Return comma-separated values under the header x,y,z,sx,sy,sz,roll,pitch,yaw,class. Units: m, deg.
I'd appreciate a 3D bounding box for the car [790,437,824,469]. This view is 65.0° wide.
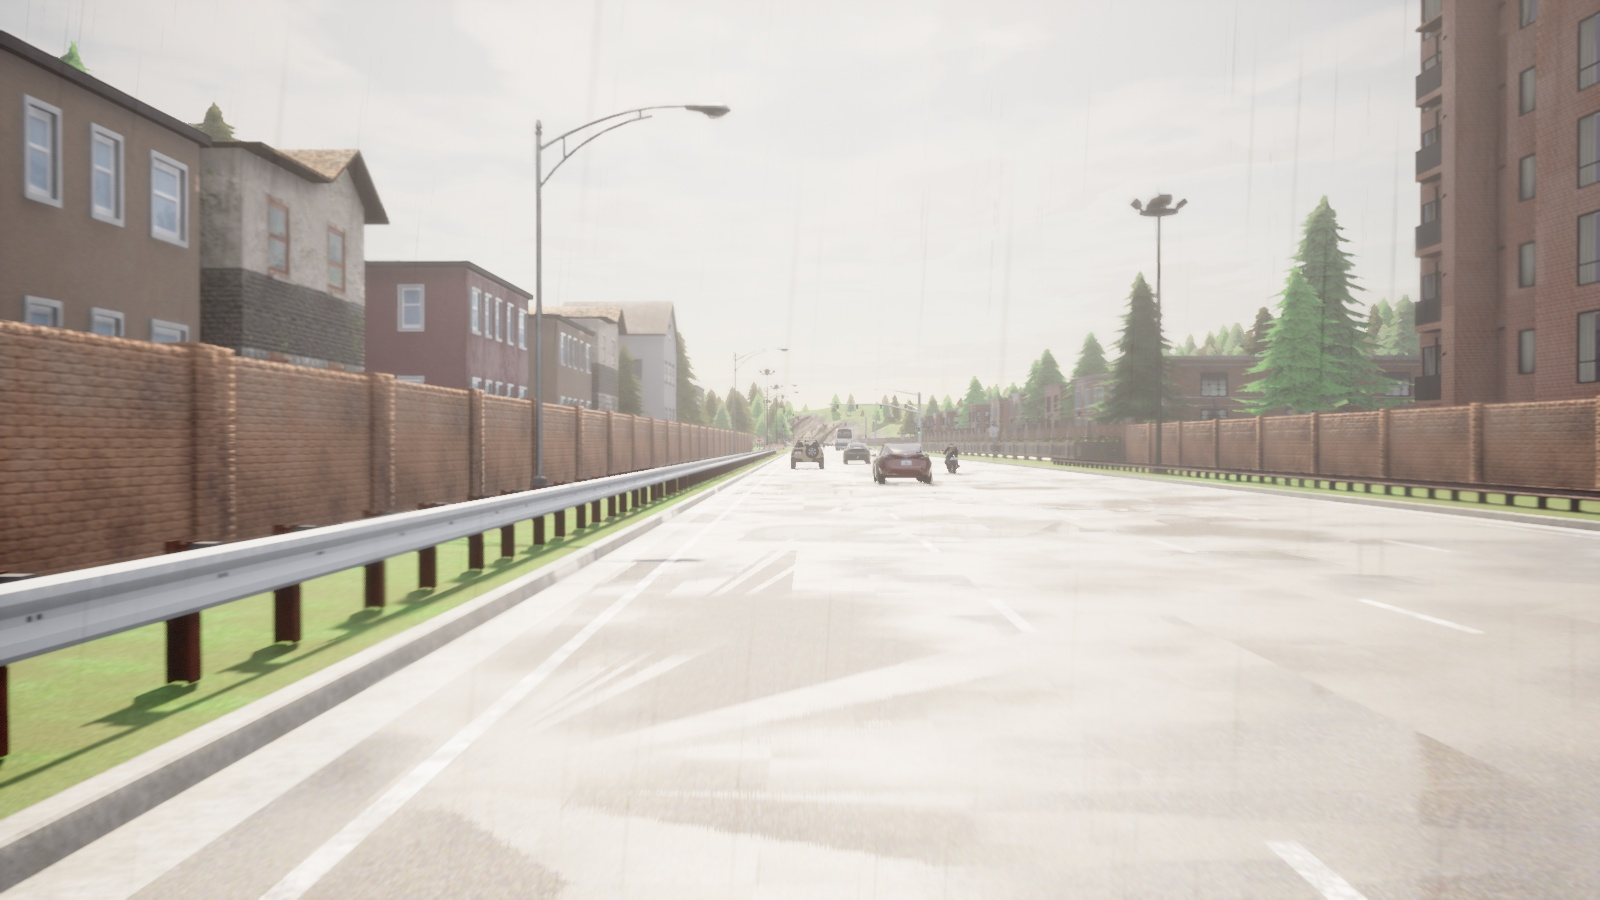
x,y,z,sx,sy,sz,roll,pitch,yaw,class
0.433,0.151,73.570,1.932,1.855,4.605,0,0,0,car

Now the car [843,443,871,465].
x,y,z,sx,sy,sz,roll,pitch,yaw,class
4.023,0.253,89.432,1.837,1.490,4.892,0,0,0,car

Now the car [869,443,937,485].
x,y,z,sx,sy,sz,roll,pitch,yaw,class
3.781,0.487,46.797,2.163,1.488,4.792,0,0,0,car

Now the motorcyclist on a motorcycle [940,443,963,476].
x,y,z,sx,sy,sz,roll,pitch,yaw,class
7.362,0.445,60.958,0.866,1.530,2.191,0,0,0,motorcyclist on a motorcycle
